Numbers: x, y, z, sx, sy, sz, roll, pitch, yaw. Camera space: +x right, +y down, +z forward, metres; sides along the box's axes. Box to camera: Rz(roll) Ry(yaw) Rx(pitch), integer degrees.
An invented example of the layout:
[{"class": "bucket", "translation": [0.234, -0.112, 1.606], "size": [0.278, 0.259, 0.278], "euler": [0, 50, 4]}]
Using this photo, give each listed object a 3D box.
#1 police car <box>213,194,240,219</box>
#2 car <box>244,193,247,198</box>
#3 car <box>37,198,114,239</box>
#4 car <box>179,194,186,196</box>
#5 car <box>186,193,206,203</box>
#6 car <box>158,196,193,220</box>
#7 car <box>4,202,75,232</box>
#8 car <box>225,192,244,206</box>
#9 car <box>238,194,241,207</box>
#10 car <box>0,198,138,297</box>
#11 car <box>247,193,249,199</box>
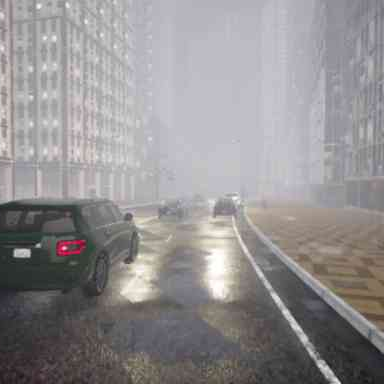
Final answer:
[{"class": "police car", "translation": [2.804, 1.271, 27.957], "size": [1.930, 1.638, 5.238], "euler": [0, 0, 7]}, {"class": "car", "translation": [8.560, 1.265, 61.465], "size": [1.895, 1.301, 4.718], "euler": [0, 0, 14]}, {"class": "car", "translation": [-5.816, 1.232, 17.307], "size": [2.097, 1.767, 4.553], "euler": [0, 0, 5]}, {"class": "car", "translation": [-1.525, 1.146, 61.349], "size": [2.033, 1.411, 5.357], "euler": [0, 0, 15]}, {"class": "car", "translation": [1.026, 0.990, 58.306], "size": [2.097, 1.767, 4.553], "euler": [0, 0, 15]}, {"class": "car", "translation": [-1.446, 1.328, 26.603], "size": [2.128, 1.511, 4.902], "euler": [0, 0, 7]}, {"class": "car", "translation": [-8.862, 1.380, 19.850], "size": [1.812, 1.442, 4.674], "euler": [0, 0, 5]}, {"class": "car", "translation": [5.283, 0.989, 43.281], "size": [2.150, 2.045, 5.566], "euler": [0, 0, 11]}, {"class": "car", "translation": [4.221, 1.321, 37.496], "size": [1.812, 1.442, 4.674], "euler": [0, 0, 10]}, {"class": "car", "translation": [-2.907, 1.164, 8.574], "size": [2.150, 2.045, 5.566], "euler": [0, 0, 2]}, {"class": "car", "translation": [12.809, 0.897, 80.292], "size": [1.882, 1.535, 5.008], "euler": [0, 0, 10]}]
